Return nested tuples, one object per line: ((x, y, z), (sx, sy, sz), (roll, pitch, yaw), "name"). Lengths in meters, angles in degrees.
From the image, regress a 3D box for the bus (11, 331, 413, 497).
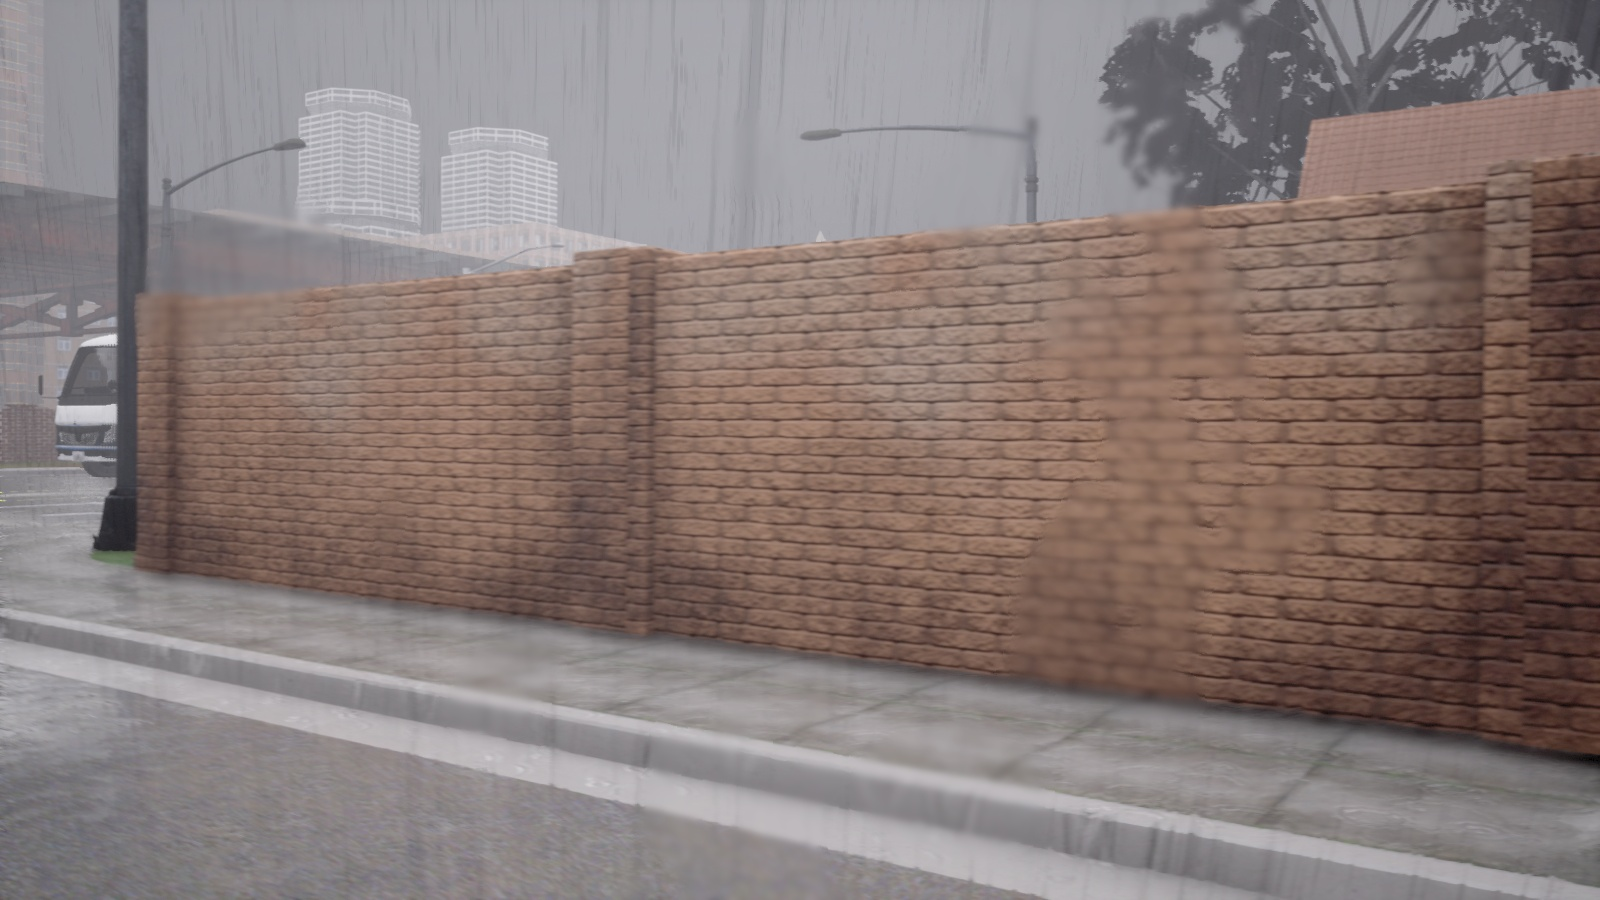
((-17.129, -1.004, 37.661), (3.944, 4.253, 10.273), (0, 1, 34), "bus")
